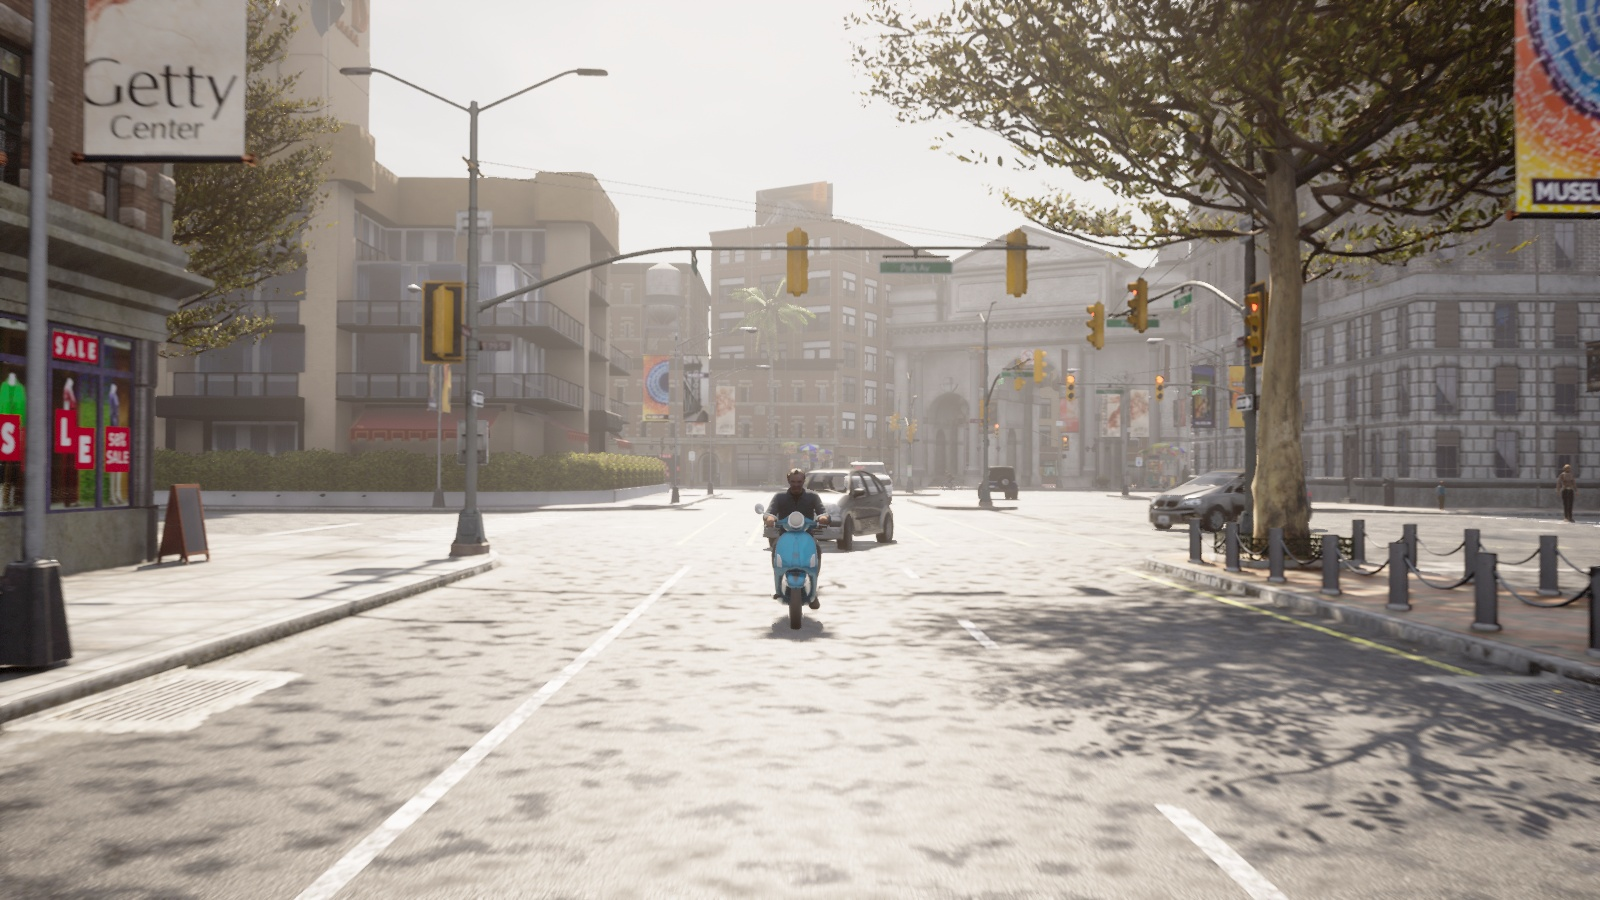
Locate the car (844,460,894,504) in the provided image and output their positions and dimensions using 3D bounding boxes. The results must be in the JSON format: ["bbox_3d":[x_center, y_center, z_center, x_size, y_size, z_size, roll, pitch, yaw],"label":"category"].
[{"bbox_3d":[3.346,1.559,62.055,2.150,2.045,5.566,0,-1,0],"label":"car"}]

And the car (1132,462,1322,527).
[{"bbox_3d":[11.656,1.186,34.299,4.611,1.667,2.242,0,-1,-25],"label":"car"}]

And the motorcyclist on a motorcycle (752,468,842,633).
[{"bbox_3d":[-0.033,0.987,13.063,0.866,1.590,1.817,0,-1,0],"label":"motorcyclist on a motorcycle"}]

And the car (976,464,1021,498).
[{"bbox_3d":[11.322,1.768,71.857,1.905,1.878,3.866,0,-1,0],"label":"car"}]

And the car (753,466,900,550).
[{"bbox_3d":[0.646,1.152,26.363,1.851,1.617,3.988,-1,-1,21],"label":"car"}]

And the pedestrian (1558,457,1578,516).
[{"bbox_3d":[24.454,1.162,40.000,0.331,1.846,0.634,0,-1,14],"label":"pedestrian"}]

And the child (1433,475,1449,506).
[{"bbox_3d":[24.773,1.564,48.514,0.343,1.192,0.448,0,-1,-10],"label":"child"}]
